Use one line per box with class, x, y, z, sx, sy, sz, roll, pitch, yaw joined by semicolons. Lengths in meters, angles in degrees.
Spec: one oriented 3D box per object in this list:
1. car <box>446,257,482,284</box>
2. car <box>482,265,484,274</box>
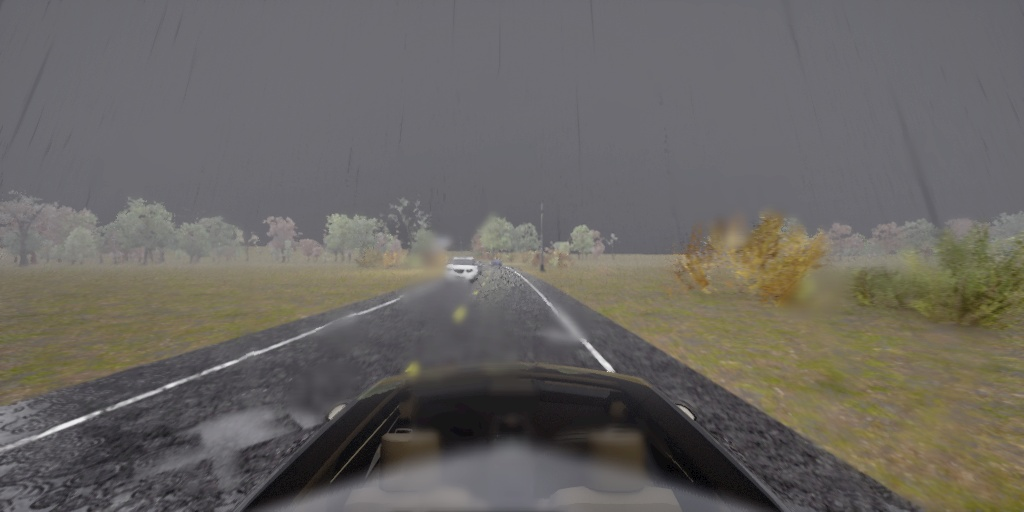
car;-3.926;1.087;29.029;2.150;2.045;5.566;0;0;-1
car;-4.442;1.429;42.860;2.128;1.511;4.902;0;0;-3
